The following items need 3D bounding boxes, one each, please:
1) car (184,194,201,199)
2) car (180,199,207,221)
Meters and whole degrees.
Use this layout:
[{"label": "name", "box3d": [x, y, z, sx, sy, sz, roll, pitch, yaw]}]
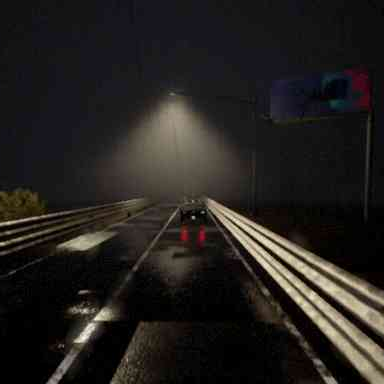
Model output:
[{"label": "car", "box3d": [0.105, 1.062, 41.329, 2.097, 1.767, 4.553, 0, 0, 0]}, {"label": "car", "box3d": [0.104, 1.426, 24.941, 1.895, 1.301, 4.718, 0, 0, 0]}]
